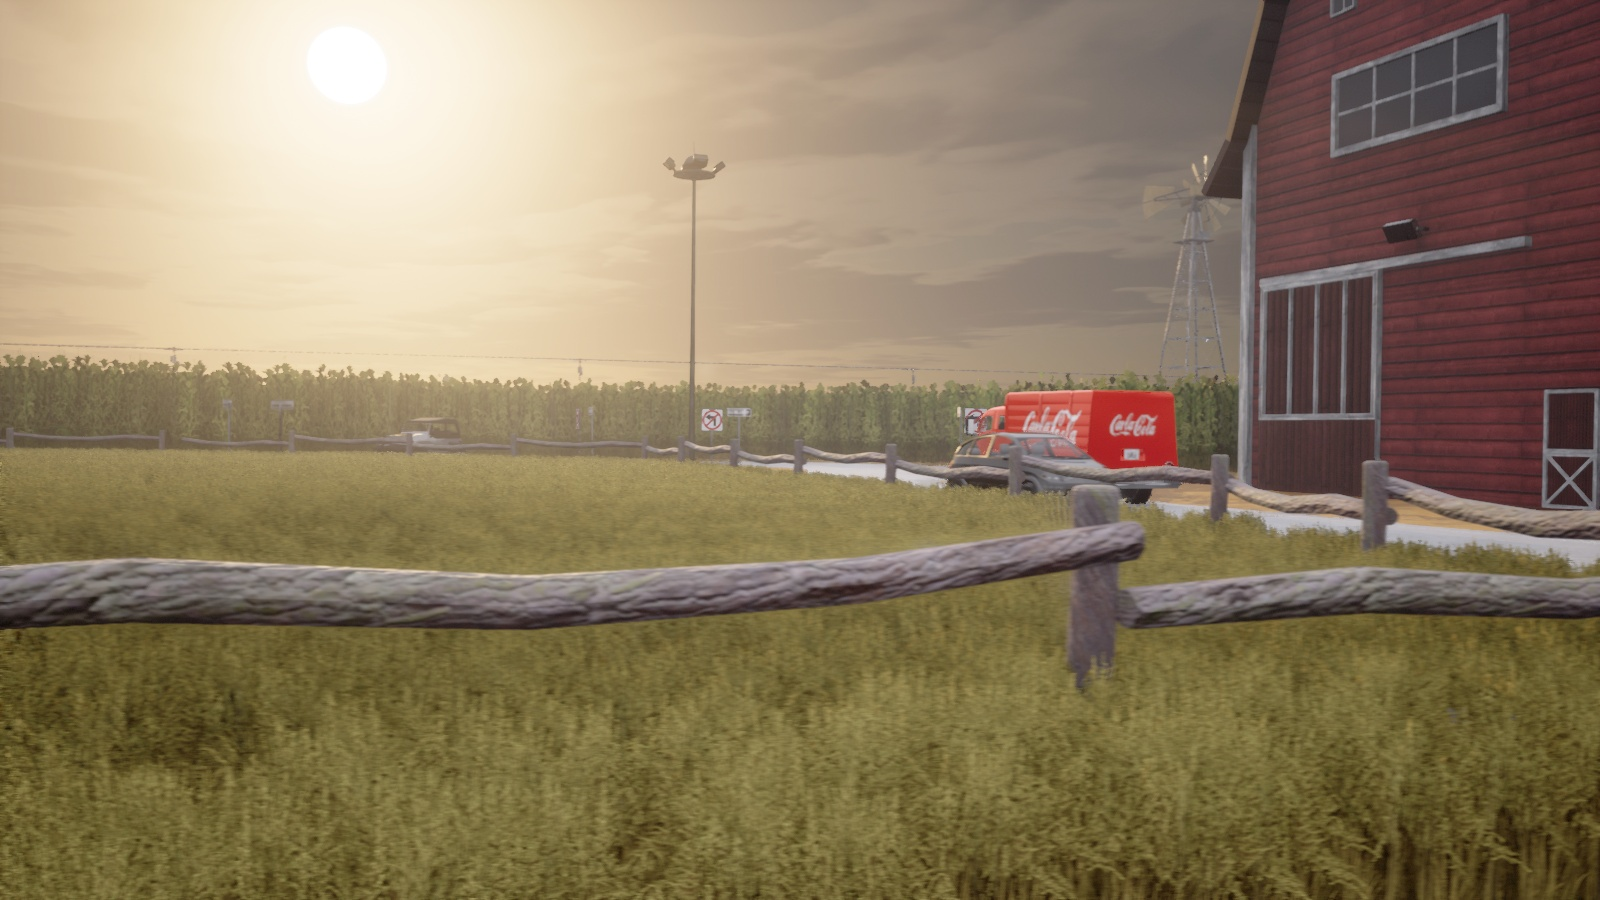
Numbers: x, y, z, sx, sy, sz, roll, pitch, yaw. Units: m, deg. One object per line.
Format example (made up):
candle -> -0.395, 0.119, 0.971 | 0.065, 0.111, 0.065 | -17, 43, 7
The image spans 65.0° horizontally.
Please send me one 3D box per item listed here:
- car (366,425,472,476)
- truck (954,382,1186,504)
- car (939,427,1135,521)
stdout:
car -> -14.734, -0.017, 48.785 | 1.905, 1.878, 3.866 | 0, 1, 22
truck -> 5.898, -0.192, 28.242 | 2.627, 2.467, 5.204 | -1, 1, -22
car -> 4.238, 0.373, 23.014 | 1.789, 1.549, 3.705 | -1, 1, -22
